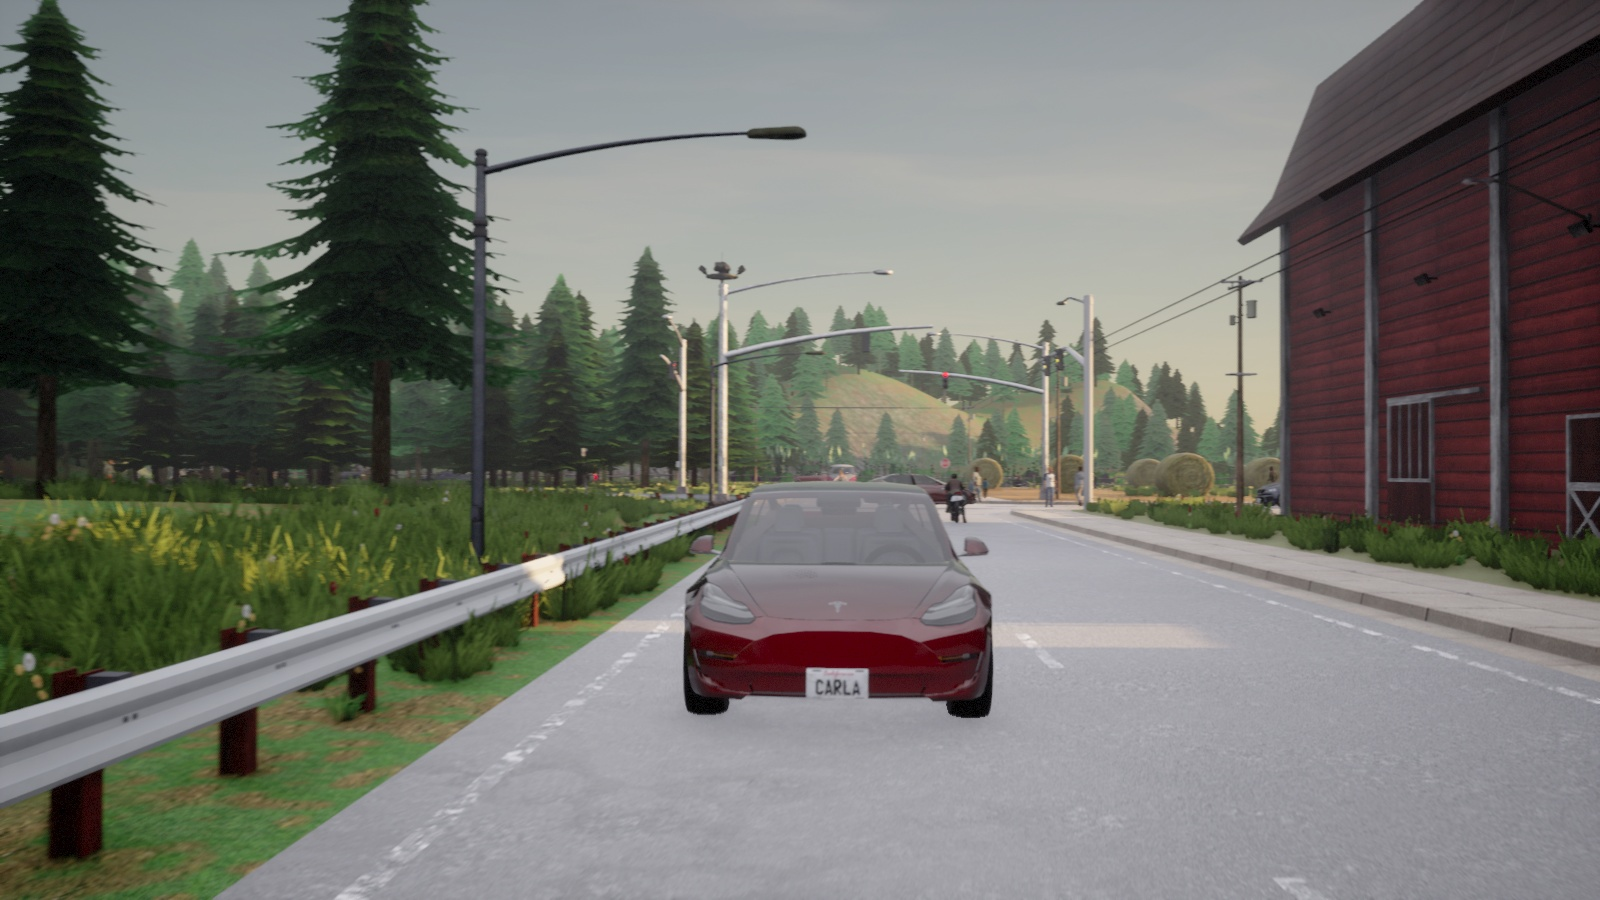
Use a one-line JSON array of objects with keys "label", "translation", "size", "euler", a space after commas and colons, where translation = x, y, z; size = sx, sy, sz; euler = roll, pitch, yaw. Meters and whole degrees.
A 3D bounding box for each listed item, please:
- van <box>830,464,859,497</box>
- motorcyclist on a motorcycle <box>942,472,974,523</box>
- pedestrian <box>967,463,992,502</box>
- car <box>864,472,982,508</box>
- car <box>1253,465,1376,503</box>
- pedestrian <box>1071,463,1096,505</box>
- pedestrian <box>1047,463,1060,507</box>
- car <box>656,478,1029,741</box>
[{"label": "van", "translation": [2.751, 1.866, 77.427], "size": [1.775, 1.987, 4.442], "euler": [0, -1, 2]}, {"label": "motorcyclist on a motorcycle", "translation": [4.870, 1.438, 38.795], "size": [0.797, 1.523, 2.044], "euler": [0, -1, 2]}, {"label": "pedestrian", "translation": [8.674, 1.582, 60.661], "size": [0.900, 1.855, 0.874], "euler": [-1, -1, 36]}, {"label": "car", "translation": [5.140, 1.682, 53.087], "size": [4.792, 1.488, 2.163], "euler": [0, -1, 1]}, {"label": "car", "translation": [23.008, 1.517, 56.277], "size": [4.611, 1.667, 2.242], "euler": [0, -1, 1]}, {"label": "pedestrian", "translation": [12.608, 1.498, 55.794], "size": [0.874, 1.855, 0.900], "euler": [0, -1, -2]}, {"label": "pedestrian", "translation": [10.483, 1.438, 51.939], "size": [0.354, 1.836, 0.706], "euler": [0, -1, -3]}, {"label": "car", "translation": [0.326, 0.977, 9.686], "size": [2.163, 1.488, 4.792], "euler": [0, -1, 2]}]
